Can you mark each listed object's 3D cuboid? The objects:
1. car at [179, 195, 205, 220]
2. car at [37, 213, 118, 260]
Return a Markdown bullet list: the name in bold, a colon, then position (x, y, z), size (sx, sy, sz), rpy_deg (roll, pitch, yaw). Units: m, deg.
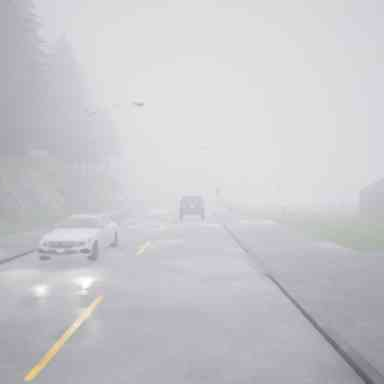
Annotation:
- **car**: position (0.000, 1.309, 29.527), size (2.150, 2.045, 5.566), rpy_deg (0, 0, 0)
- **car**: position (-4.068, 1.563, 12.656), size (1.812, 1.442, 4.674), rpy_deg (0, 0, 0)
